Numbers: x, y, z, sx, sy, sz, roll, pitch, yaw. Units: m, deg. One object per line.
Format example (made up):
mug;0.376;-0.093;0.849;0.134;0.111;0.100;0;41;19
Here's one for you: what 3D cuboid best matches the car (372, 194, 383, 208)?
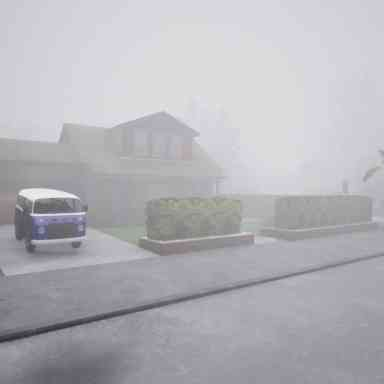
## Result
car;24.038;0.986;40.783;3.866;1.878;1.905;0;0;0
